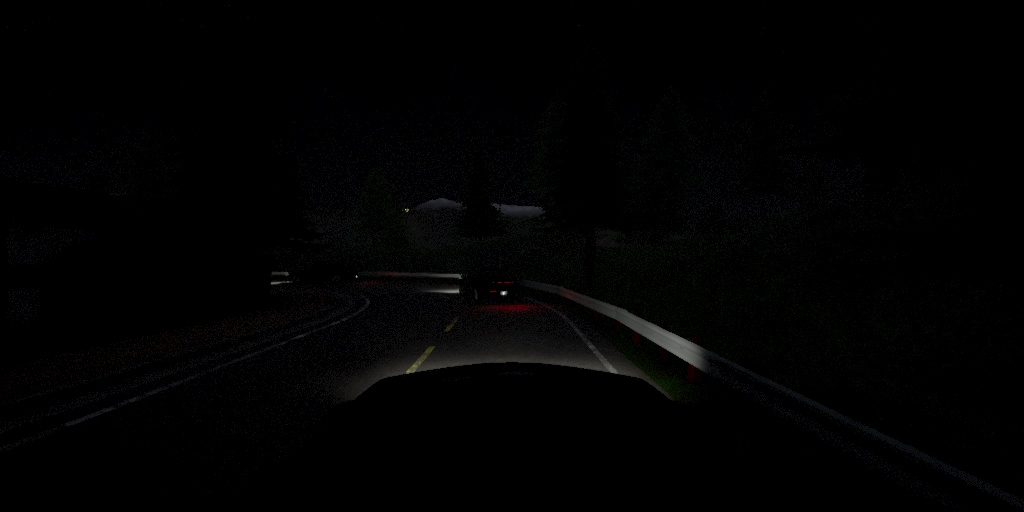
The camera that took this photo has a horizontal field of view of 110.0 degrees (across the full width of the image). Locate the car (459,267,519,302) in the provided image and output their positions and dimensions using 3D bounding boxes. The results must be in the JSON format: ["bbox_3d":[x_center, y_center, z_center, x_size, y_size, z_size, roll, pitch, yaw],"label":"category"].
[{"bbox_3d":[-1.180,1.267,16.980,1.837,1.490,4.892,0,0,-20],"label":"car"}]

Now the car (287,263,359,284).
[{"bbox_3d":[-13.942,1.279,26.570,4.892,1.490,1.837,0,0,0],"label":"car"}]
